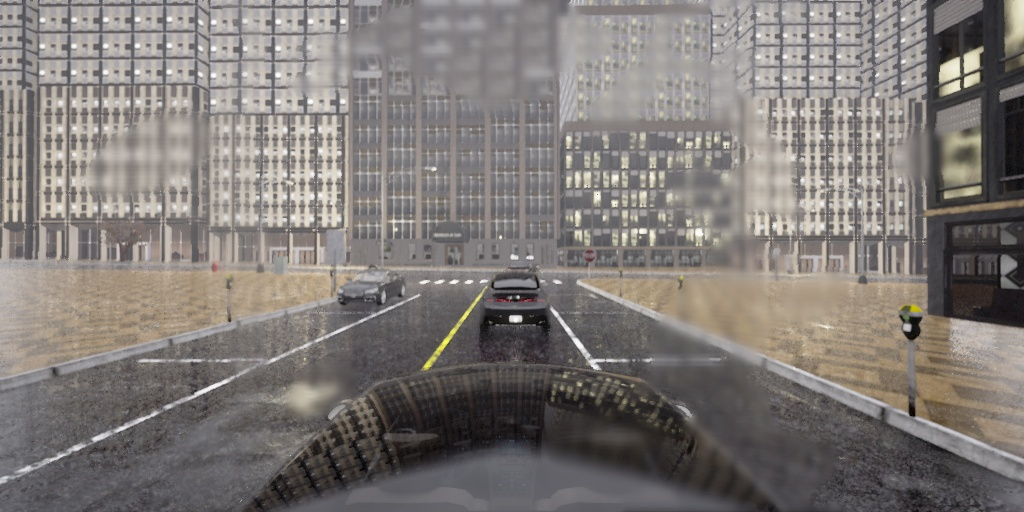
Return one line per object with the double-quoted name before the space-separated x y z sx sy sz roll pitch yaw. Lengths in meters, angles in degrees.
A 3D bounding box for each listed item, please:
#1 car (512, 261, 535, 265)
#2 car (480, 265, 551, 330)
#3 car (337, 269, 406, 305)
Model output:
"car" 0.888 1.122 26.087 2.128 1.511 4.902 0 0 13
"car" 0.079 1.210 10.868 1.837 1.490 4.892 0 1 0
"car" -5.852 1.232 15.376 2.007 1.370 4.403 0 0 0
